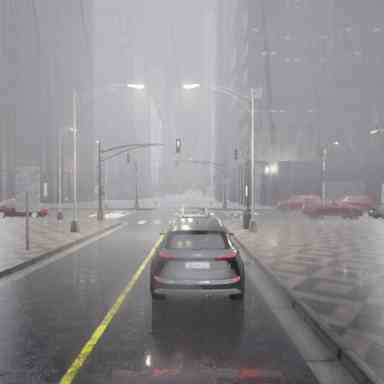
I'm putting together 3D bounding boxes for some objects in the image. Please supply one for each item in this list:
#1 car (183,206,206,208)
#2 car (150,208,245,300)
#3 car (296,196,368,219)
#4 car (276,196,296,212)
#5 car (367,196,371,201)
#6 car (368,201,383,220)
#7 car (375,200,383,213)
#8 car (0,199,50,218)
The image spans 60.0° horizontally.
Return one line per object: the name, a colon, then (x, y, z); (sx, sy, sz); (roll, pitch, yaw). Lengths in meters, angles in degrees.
car: (0.129, 1.506, 17.493); (1.837, 1.490, 4.892); (0, 0, 0)
car: (0.124, 1.428, 8.407); (2.033, 1.649, 4.856); (0, 0, 1)
car: (12.177, 1.462, 29.179); (5.009, 1.841, 2.192); (0, 1, 0)
car: (12.179, 1.324, 37.703); (5.009, 1.841, 2.192); (0, 1, 0)
car: (17.822, 1.352, 37.709); (5.009, 1.841, 2.192); (0, 1, 0)
car: (17.820, 1.741, 29.188); (4.313, 1.339, 1.947); (0, 1, 0)
car: (23.463, 1.633, 37.718); (4.313, 1.339, 1.947); (0, 1, 0)
car: (-14.864, 1.566, 29.152); (4.507, 1.381, 1.887); (0, 1, 0)
